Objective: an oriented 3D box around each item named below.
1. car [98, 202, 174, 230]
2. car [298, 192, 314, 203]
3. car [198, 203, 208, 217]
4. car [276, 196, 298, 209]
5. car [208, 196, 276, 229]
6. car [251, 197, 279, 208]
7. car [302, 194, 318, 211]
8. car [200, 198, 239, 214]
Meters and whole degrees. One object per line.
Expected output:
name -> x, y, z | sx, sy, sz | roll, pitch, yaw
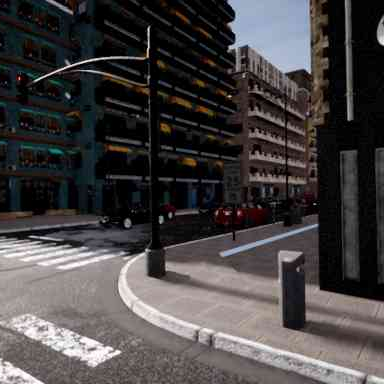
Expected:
car -> -3.534, 1.402, 20.658 | 1.837, 1.490, 4.892 | -1, 0, 36
car -> 19.518, 0.930, 56.754 | 2.192, 1.841, 5.009 | -1, 0, 36
car -> 2.401, 1.321, 28.817 | 1.837, 1.490, 4.892 | -1, 0, 36
car -> 10.629, 1.199, 40.095 | 2.128, 1.511, 4.902 | -1, 0, 36
car -> 3.069, 1.200, 19.694 | 1.967, 1.590, 4.097 | -1, 0, 36
car -> 9.528, 1.310, 43.010 | 1.947, 1.339, 4.313 | -1, 0, 36
car -> 12.973, 1.195, 33.501 | 1.947, 1.339, 4.313 | -1, 0, 36
car -> 2.865, 1.383, 33.847 | 2.008, 1.369, 4.403 | -1, 0, 36
